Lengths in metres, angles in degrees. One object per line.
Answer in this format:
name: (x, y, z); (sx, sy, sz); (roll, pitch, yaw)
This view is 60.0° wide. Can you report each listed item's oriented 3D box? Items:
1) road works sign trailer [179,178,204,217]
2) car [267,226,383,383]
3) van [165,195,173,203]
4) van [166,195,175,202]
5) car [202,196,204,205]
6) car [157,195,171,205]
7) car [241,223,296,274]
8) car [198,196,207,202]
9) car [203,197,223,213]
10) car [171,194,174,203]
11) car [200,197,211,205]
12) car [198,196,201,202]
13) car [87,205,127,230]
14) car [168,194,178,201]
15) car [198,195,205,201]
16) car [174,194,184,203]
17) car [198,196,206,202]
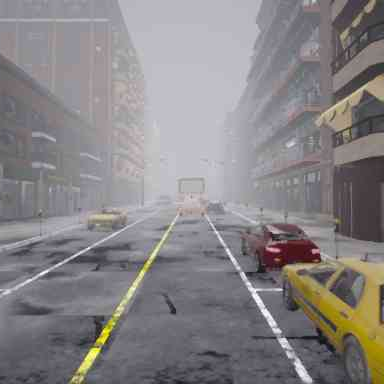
road works sign trailer: (-0.021, 0.490, 31.539); (2.380, 3.560, 2.880); (-1, 0, 0)
car: (2.586, 1.528, 4.860); (1.752, 1.417, 4.829); (2, 0, 0)
van: (-5.291, 1.527, 76.645); (1.690, 1.788, 3.998); (2, 0, 0)
van: (-5.292, 1.553, 82.177); (1.690, 1.788, 3.998); (1, 0, 0)
car: (2.585, 1.593, 43.571); (1.752, 1.417, 4.829); (1, 0, 0)
car: (-5.296, 1.646, 59.884); (1.752, 1.417, 4.829); (2, 0, 0)
car: (2.584, 1.589, 10.219); (1.802, 1.307, 4.206); (1, 0, 0)
car: (2.583, 1.756, 82.115); (1.887, 1.381, 4.507); (1, 0, 0)
car: (2.584, 1.598, 37.869); (1.887, 1.381, 4.507); (1, 0, 0)
car: (-5.290, 1.457, 65.587); (2.192, 1.841, 5.009); (2, 0, 0)
car: (2.583, 1.692, 65.523); (2.008, 1.369, 4.403); (1, 0, 0)
car: (2.584, 1.666, 59.991); (1.887, 1.381, 4.507); (1, 0, 0)
car: (-5.294, 1.545, 21.177); (1.752, 1.417, 4.829); (2, 0, 0)
car: (-5.292, 1.583, 93.238); (2.192, 1.841, 5.009); (1, 0, 0)
car: (2.593, 1.707, 93.177); (1.967, 1.590, 4.097); (1, 0, 0)
car: (-2.751, 1.618, 75.993); (1.882, 1.535, 5.008); (0, 0, 0)
car: (2.583, 1.783, 87.645); (1.887, 1.381, 4.507); (1, 0, 0)
